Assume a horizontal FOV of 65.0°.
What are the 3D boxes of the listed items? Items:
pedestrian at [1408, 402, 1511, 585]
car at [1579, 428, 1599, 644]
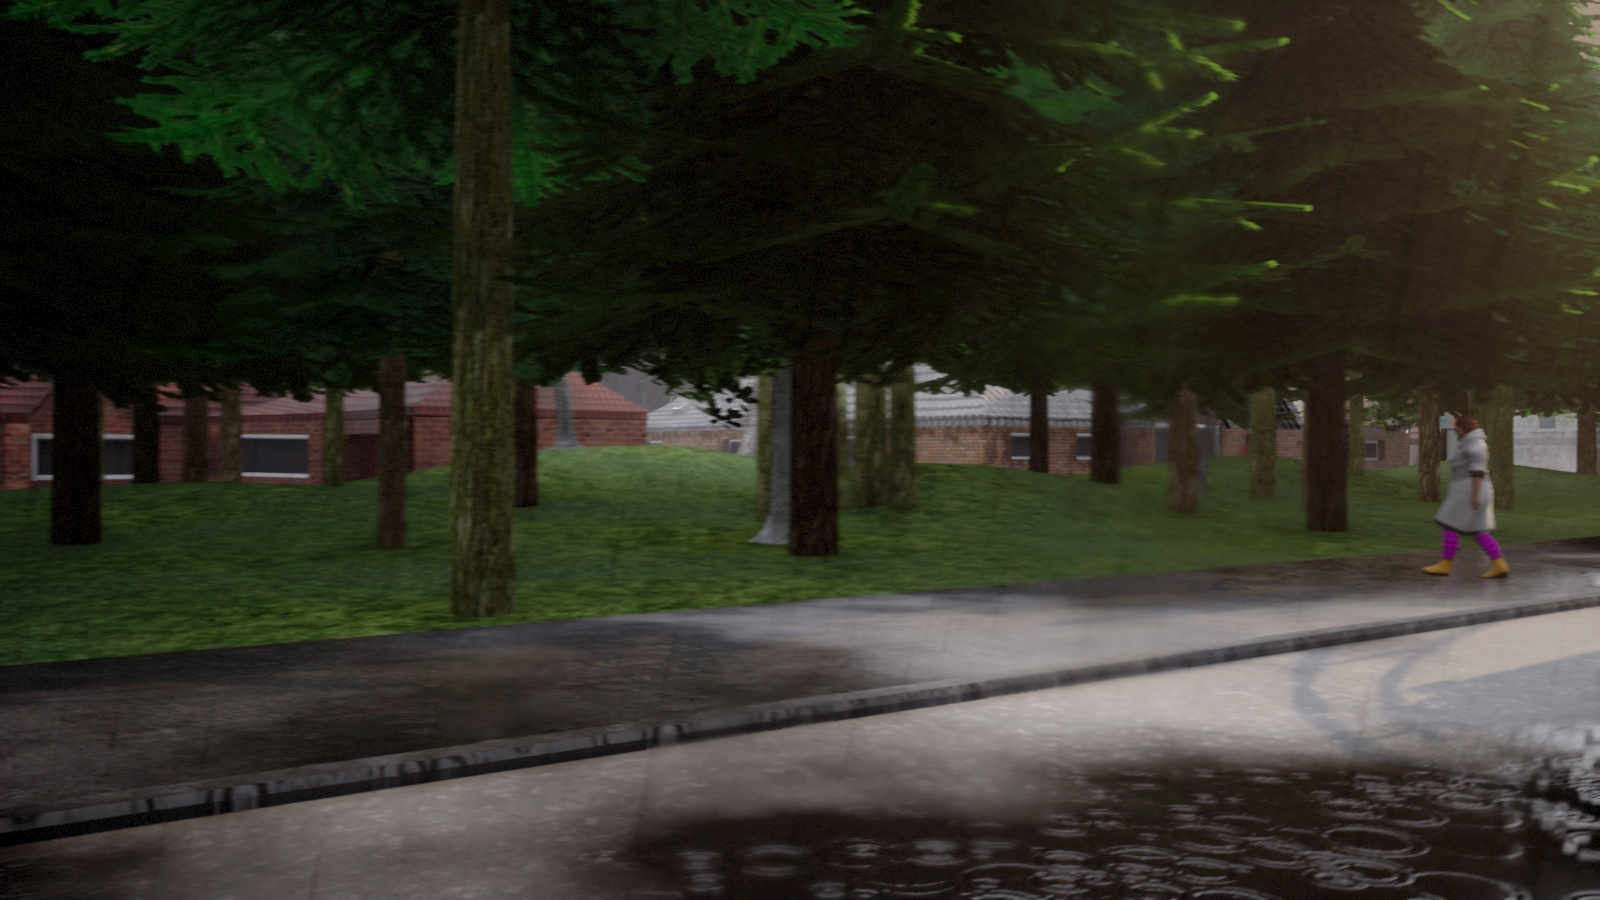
[{"bbox_3d":[7.317,0.461,13.936,0.873,1.952,0.659,0,0,42],"label":"pedestrian"},{"bbox_3d":[8.069,0.639,9.886,3.988,1.617,1.851,0,0,-35],"label":"car"}]
